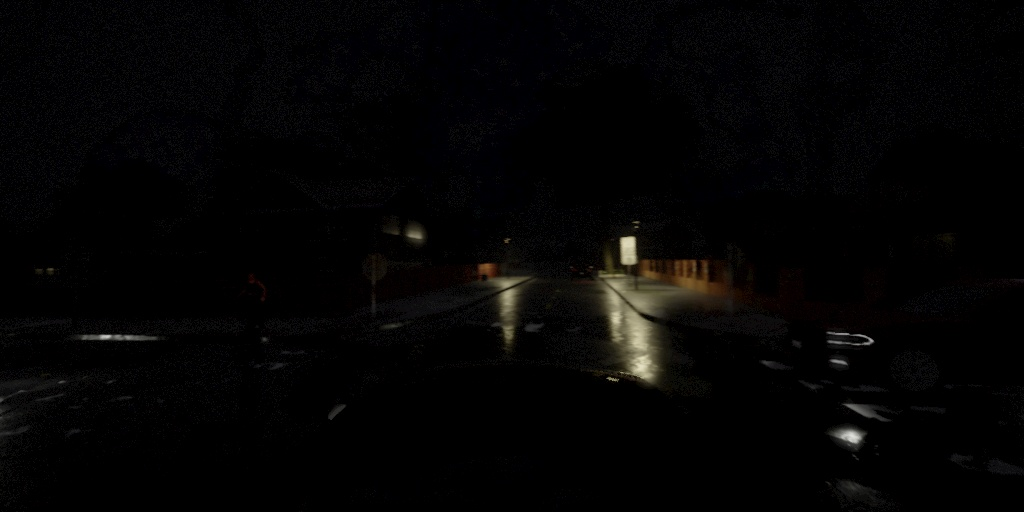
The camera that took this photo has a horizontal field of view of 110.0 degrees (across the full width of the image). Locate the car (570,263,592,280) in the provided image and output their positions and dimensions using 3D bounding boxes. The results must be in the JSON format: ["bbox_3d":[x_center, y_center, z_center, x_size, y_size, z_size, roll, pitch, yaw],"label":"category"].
[{"bbox_3d":[6.565,1.396,33.873,1.882,1.535,5.008,-1,-1,11],"label":"car"}]

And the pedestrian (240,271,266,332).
[{"bbox_3d":[-7.736,1.336,10.741,0.375,1.860,0.375,-1,-1,11],"label":"pedestrian"}]

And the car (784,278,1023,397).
[{"bbox_3d":[7.034,1.069,5.308,5.008,1.535,1.882,-2,-2,11],"label":"car"}]
